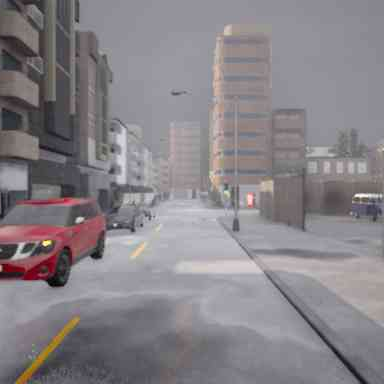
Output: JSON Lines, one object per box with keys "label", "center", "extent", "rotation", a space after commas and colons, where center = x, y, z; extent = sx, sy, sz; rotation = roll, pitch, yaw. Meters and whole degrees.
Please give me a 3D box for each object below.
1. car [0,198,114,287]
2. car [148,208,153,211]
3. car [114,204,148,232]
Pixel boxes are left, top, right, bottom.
{"label": "car", "center": [-4.078, 1.223, 9.652], "extent": [2.150, 2.045, 5.566], "rotation": [0, 0, 0]}
{"label": "car", "center": [-3.994, 1.473, 26.764], "extent": [1.895, 1.301, 4.718], "rotation": [0, 0, 0]}
{"label": "car", "center": [-4.063, 1.508, 20.090], "extent": [1.837, 1.490, 4.892], "rotation": [0, 0, 0]}
